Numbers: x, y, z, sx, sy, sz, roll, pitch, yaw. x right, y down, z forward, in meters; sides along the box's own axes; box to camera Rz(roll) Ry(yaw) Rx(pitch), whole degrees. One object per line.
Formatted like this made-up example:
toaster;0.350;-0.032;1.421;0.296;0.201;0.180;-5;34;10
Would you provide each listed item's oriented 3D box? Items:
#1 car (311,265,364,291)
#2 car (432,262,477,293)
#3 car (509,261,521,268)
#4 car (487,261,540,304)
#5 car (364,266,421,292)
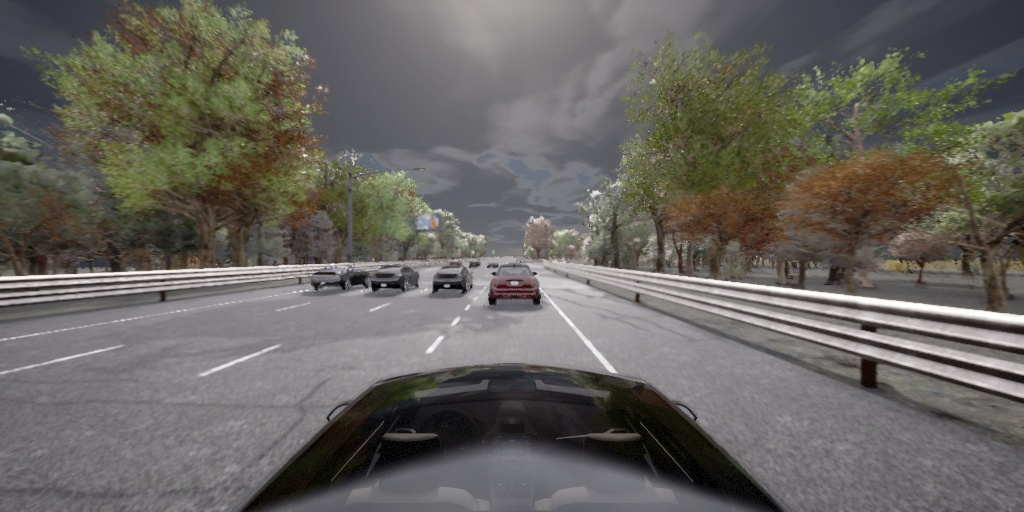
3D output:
car;-10.385;1.296;22.126;2.128;1.511;4.902;0;0;0
car;-3.388;1.307;21.136;1.837;1.490;4.892;0;0;0
car;0.613;1.519;64.762;1.895;1.301;4.718;0;0;3
car;0.109;1.141;16.736;2.097;1.767;4.553;0;0;0
car;-6.887;1.309;21.652;1.837;1.490;4.892;0;0;0
